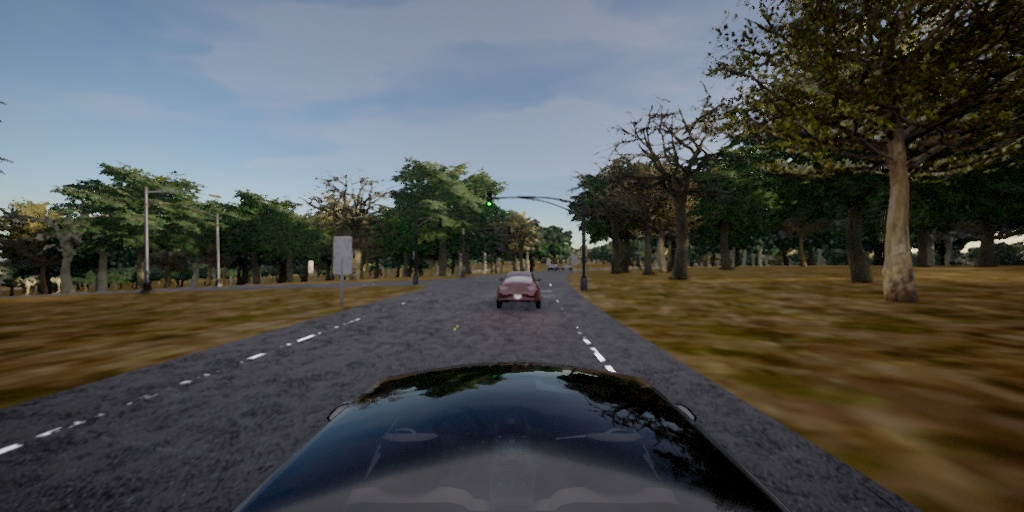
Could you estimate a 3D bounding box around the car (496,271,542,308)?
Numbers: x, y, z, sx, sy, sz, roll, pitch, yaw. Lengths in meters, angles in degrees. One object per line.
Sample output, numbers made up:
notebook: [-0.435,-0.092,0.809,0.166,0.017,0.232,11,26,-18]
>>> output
car: [0.356,1.411,16.111,1.812,1.442,4.674,0,0,3]
